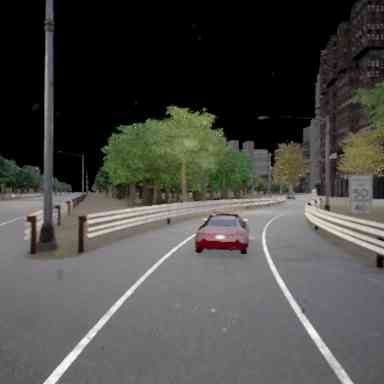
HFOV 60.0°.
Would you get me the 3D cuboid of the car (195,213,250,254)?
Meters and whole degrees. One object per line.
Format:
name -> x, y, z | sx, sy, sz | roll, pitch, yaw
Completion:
car -> 1.358, 1.572, 13.770 | 1.994, 1.385, 4.181 | 0, 0, 10
